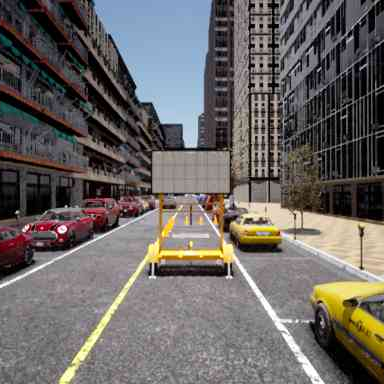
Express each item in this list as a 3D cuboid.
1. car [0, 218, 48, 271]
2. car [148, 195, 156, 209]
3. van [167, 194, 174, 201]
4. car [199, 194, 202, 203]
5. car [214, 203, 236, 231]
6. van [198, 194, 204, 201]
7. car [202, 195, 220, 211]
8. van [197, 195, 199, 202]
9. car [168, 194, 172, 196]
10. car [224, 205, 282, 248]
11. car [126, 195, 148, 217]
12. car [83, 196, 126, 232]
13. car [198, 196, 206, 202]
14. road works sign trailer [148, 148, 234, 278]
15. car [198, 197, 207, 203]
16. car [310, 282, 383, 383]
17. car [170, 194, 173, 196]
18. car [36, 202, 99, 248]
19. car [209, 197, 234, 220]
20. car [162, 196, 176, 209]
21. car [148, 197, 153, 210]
[{"bbox_3d":[-5.717,1.584,8.864,1.802,1.307,4.206,0,0,0],"label":"car"},{"bbox_3d":[-5.842,1.358,42.844,2.192,1.841,5.009,0,0,0],"label":"car"},{"bbox_3d":[-6.034,1.563,93.813,1.690,1.788,3.998,0,0,0],"label":"van"},{"bbox_3d":[2.516,1.371,48.537,2.192,1.841,5.009,0,0,0],"label":"car"},{"bbox_3d":[2.621,1.577,20.221,1.947,1.339,4.313,0,0,0],"label":"car"},{"bbox_3d":[2.367,1.536,88.180,1.690,1.788,3.998,0,0,0],"label":"van"},{"bbox_3d":[2.559,1.347,37.212,2.192,1.841,5.009,0,0,0],"label":"car"},{"bbox_3d":[2.431,1.470,71.191,1.690,1.788,3.998,0,0,0],"label":"van"},{"bbox_3d":[-5.950,1.695,71.159,1.947,1.339,4.313,0,0,0],"label":"car"},{"bbox_3d":[2.642,1.531,14.728,1.752,1.417,4.829,0,0,0],"label":"car"},{"bbox_3d":[-5.800,1.338,31.516,2.192,1.841,5.009,0,0,0],"label":"car"},{"bbox_3d":[-5.757,1.326,20.191,2.192,1.841,5.009,0,0,0],"label":"car"},{"bbox_3d":[2.388,1.754,82.516,1.802,1.307,4.206,0,0,0],"label":"car"},{"bbox_3d":[-0.030,0.467,10.081,2.380,3.560,2.880,0,0,0],"label":"road works sign trailer"},{"bbox_3d":[2.410,1.732,76.854,1.802,1.307,4.206,0,0,0],"label":"car"},{"bbox_3d":[2.684,1.525,3.402,1.752,1.417,4.829,0,0,0],"label":"car"},{"bbox_3d":[-6.013,1.761,88.148,1.947,1.339,4.313,0,0,0],"label":"car"},{"bbox_3d":[-5.737,1.446,14.527,1.967,1.590,4.097,0,0,0],"label":"car"},{"bbox_3d":[2.601,1.457,25.884,1.967,1.590,4.097,0,0,0],"label":"car"},{"bbox_3d":[-3.167,1.612,45.264,1.994,1.385,4.181,0,0,0],"label":"car"},{"bbox_3d":[-5.822,1.557,37.010,1.752,1.417,4.829,0,0,0],"label":"car"}]
